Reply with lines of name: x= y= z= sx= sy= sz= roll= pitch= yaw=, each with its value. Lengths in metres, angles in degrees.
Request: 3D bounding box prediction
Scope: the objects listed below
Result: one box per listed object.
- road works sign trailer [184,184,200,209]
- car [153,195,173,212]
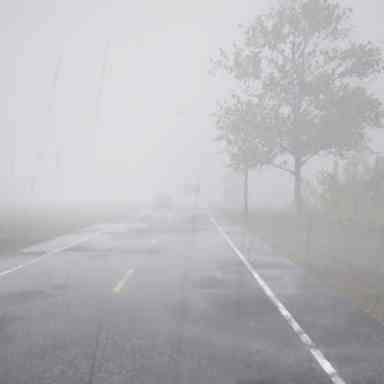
road works sign trailer: x=-0.004 y=0.631 z=49.175 sx=2.380 sy=3.560 sz=2.880 roll=0 pitch=0 yaw=0
car: x=-3.595 y=1.360 z=41.732 sx=2.150 sy=2.045 sz=5.566 roll=0 pitch=0 yaw=0
